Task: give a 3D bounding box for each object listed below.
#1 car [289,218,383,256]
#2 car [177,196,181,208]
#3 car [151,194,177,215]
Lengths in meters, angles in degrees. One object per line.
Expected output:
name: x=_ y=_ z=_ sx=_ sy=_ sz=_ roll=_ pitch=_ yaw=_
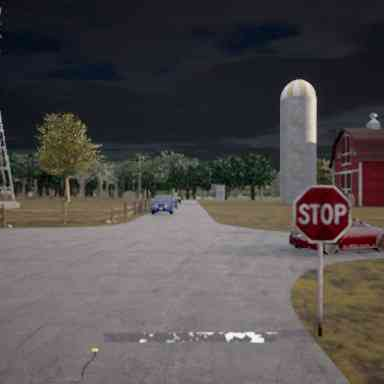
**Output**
car: x=6.103 y=1.682 z=13.514 sx=4.181 sy=1.385 sz=1.994 roll=1 pitch=-1 yaw=-20
car: x=-3.054 y=1.674 z=49.326 sx=2.033 sy=1.411 sz=5.357 roll=0 pitch=0 yaw=0
car: x=-2.994 y=1.277 z=34.701 sx=2.150 sy=2.045 sz=5.566 roll=0 pitch=0 yaw=0
